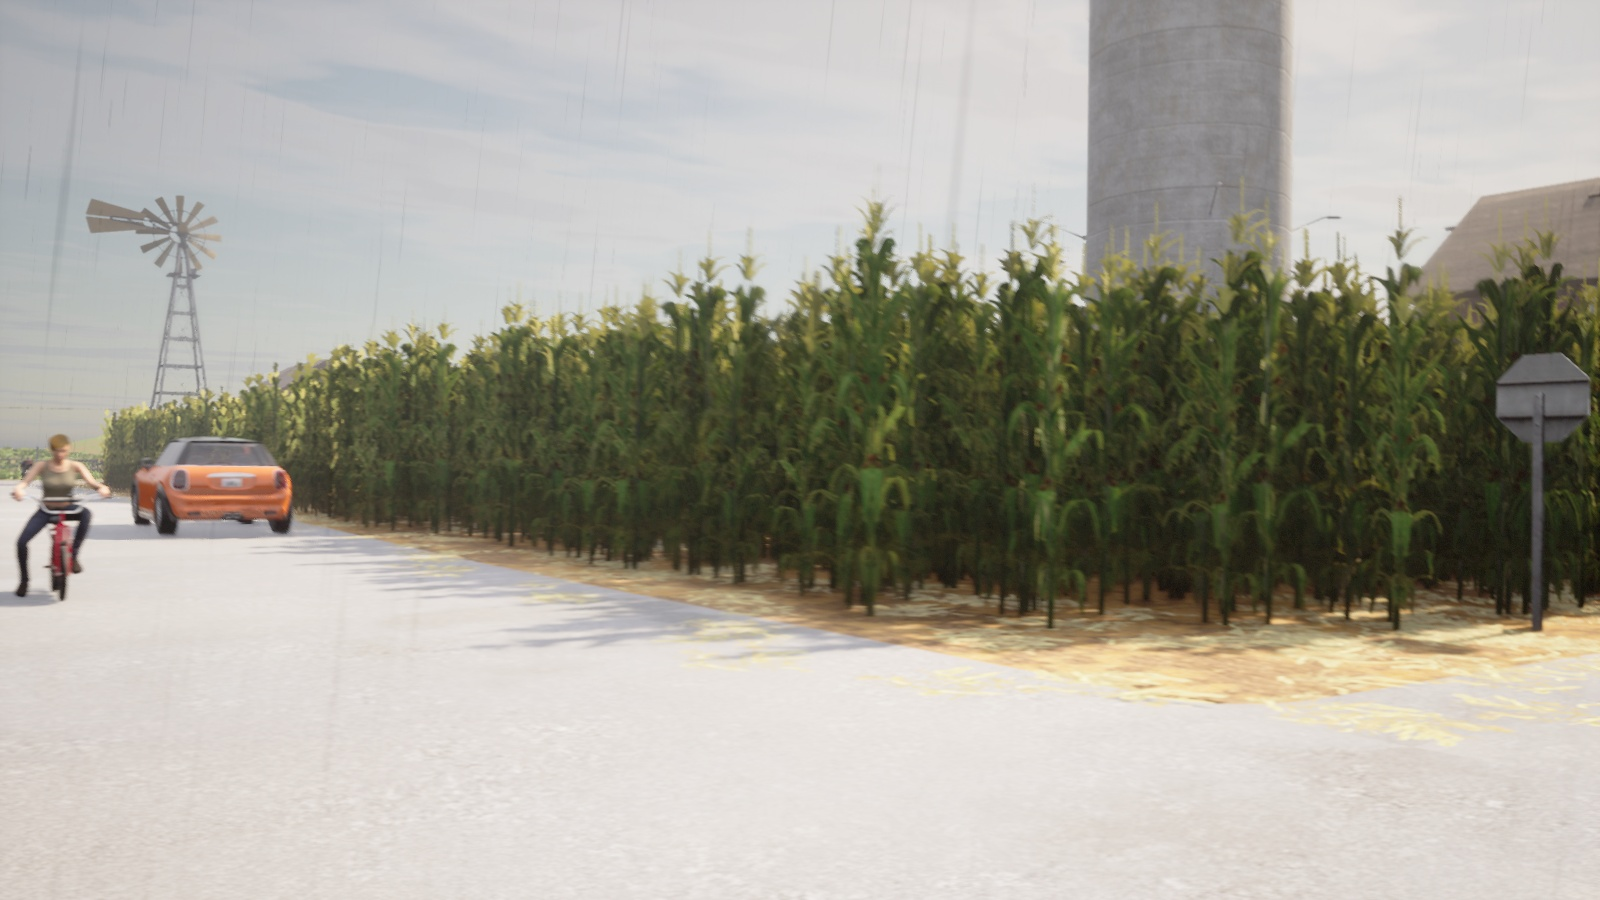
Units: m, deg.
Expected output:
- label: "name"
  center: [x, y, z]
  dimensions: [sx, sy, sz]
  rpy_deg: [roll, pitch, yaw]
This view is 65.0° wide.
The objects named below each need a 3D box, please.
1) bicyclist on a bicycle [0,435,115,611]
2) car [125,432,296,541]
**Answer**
- label: "bicyclist on a bicycle"
  center: [-7.345, 0.673, 12.381]
  dimensions: [0.866, 1.612, 1.509]
  rpy_deg: [1, -1, -35]
- label: "car"
  center: [-10.856, 0.597, 22.946]
  dimensions: [2.097, 1.767, 4.553]
  rpy_deg: [1, 0, -35]
